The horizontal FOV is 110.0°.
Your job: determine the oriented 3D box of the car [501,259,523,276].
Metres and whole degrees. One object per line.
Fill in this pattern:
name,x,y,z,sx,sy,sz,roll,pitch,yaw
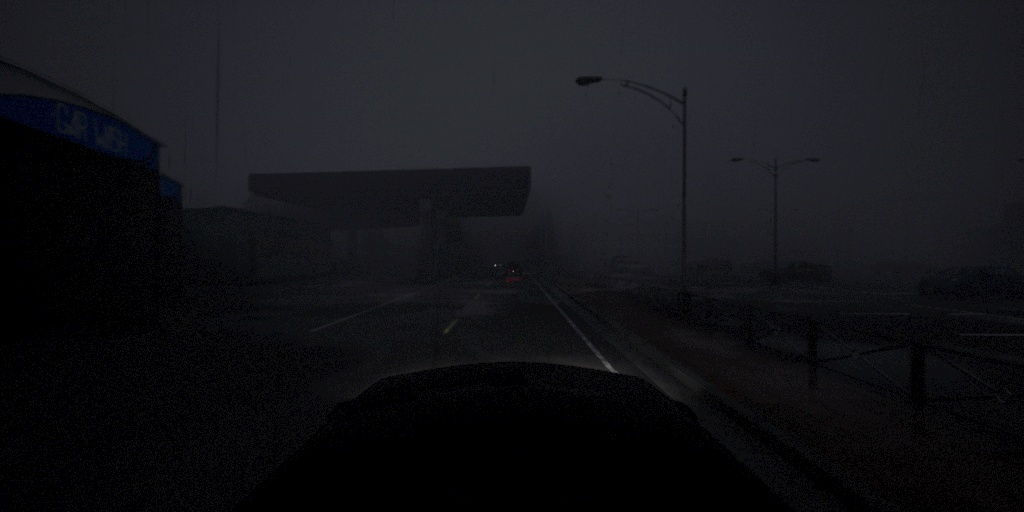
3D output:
car,0.139,1.242,37.538,1.837,1.490,4.892,0,0,0
